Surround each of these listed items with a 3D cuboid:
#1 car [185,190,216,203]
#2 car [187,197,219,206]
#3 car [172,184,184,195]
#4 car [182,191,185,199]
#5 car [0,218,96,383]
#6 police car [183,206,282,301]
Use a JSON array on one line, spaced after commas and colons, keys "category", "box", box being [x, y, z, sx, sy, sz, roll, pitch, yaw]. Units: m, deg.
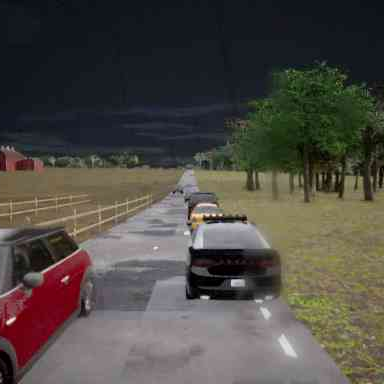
[{"category": "car", "box": [0.782, 0.963, 24.386, 2.150, 2.045, 5.566, 0, 1, 0]}, {"category": "car", "box": [0.791, 1.301, 18.553, 1.801, 1.575, 5.366, 0, 1, 0]}, {"category": "car", "box": [-2.872, -0.566, 68.451, 2.150, 2.045, 5.566, 0, 3, 0]}, {"category": "car", "box": [-0.057, 0.752, 45.847, 1.895, 1.301, 4.718, 0, 2, 0]}, {"category": "car", "box": [-2.858, 1.340, 4.359, 2.097, 1.767, 4.553, 0, 0, 0]}, {"category": "police car", "box": [0.810, 1.389, 8.476, 1.930, 1.638, 5.238, 0, 0, 0]}]
